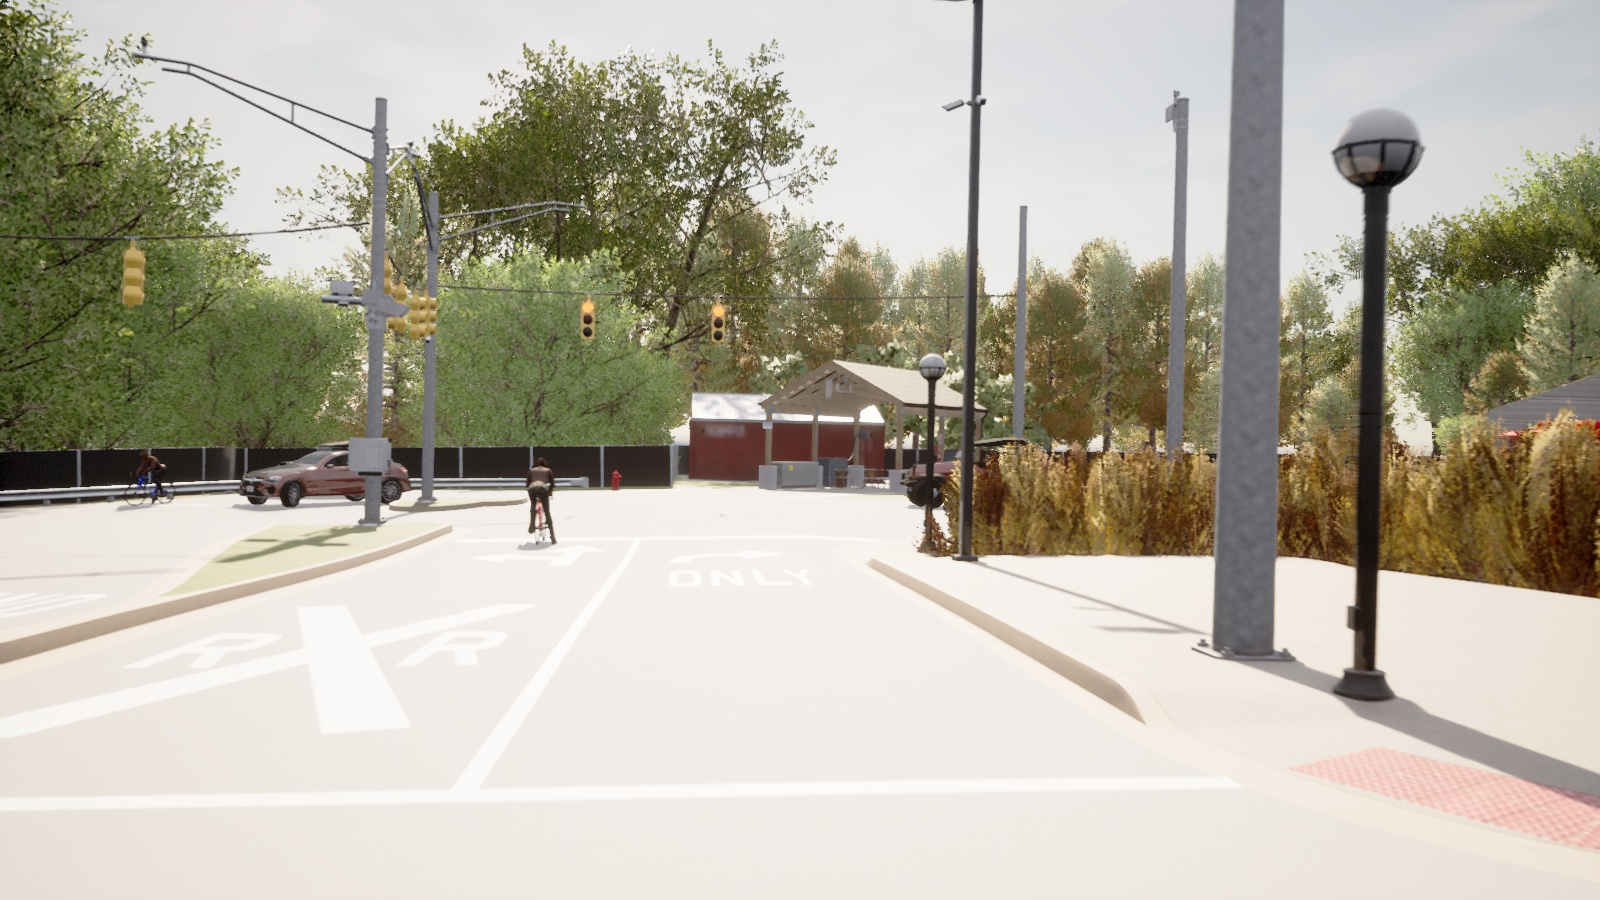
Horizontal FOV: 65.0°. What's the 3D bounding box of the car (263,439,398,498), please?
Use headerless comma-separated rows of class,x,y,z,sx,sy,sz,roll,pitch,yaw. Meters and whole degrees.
car,-15.933,0.596,42.691,3.866,1.878,1.905,0,1,-39

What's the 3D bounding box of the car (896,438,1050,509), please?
car,4.690,0.623,34.431,3.866,1.878,1.905,0,0,-3

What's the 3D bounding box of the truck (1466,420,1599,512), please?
truck,21.927,0.438,35.072,5.204,2.467,2.627,1,1,1

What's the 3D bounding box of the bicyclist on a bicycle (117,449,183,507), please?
bicyclist on a bicycle,-19.254,0.808,37.216,0.582,1.620,1.656,1,3,28

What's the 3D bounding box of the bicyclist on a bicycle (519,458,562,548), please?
bicyclist on a bicycle,-4.914,0.973,23.818,0.582,1.620,1.656,0,1,-4

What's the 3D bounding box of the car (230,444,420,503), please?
car,-14.393,0.667,38.318,2.152,1.651,5.027,1,1,38
